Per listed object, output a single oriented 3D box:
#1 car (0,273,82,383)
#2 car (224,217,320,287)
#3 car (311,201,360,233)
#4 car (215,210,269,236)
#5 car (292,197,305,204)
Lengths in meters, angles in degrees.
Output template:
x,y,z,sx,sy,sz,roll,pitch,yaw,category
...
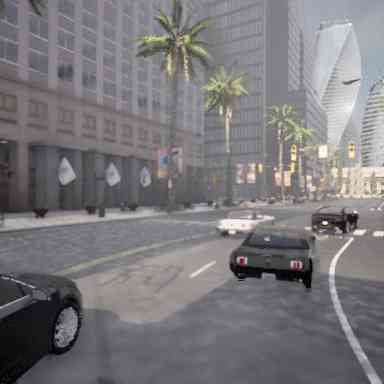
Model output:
x,y,z,sx,sy,sz,roll,pitch,yaw,category
-2.821,1.501,3.305,1.837,1.490,4.892,0,0,7,car
2.559,1.630,9.577,1.895,1.301,4.718,0,0,22,car
8.854,1.553,20.389,1.882,1.535,5.008,0,0,37,car
3.029,1.649,18.028,1.895,1.301,4.718,0,0,29,car
22.996,1.745,71.437,2.161,1.482,4.786,0,0,30,car
